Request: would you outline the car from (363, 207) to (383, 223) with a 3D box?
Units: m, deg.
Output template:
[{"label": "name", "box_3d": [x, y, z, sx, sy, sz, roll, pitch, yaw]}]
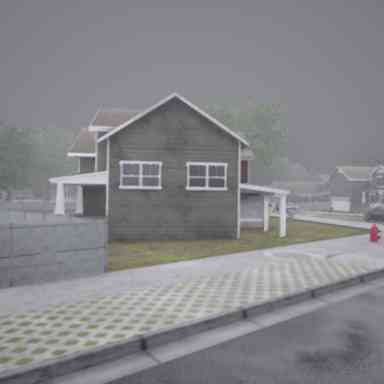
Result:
[{"label": "car", "box_3d": [15.560, 1.882, 26.395, 1.994, 1.385, 4.181, 1, -1, -4]}]

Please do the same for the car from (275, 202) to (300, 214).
[{"label": "car", "box_3d": [13.623, 2.151, 47.746, 2.097, 1.767, 4.553, 1, -2, -7]}]
